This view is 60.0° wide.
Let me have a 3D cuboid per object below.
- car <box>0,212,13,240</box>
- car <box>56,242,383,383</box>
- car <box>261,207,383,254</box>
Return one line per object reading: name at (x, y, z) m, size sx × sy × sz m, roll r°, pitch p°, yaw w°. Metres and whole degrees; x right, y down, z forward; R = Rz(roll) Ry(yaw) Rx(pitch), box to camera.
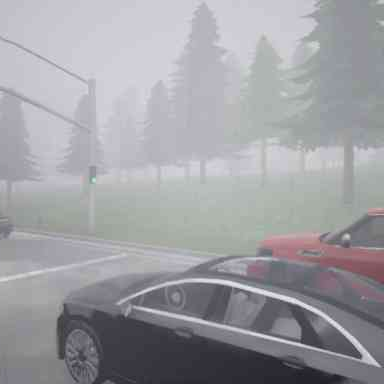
car at (-10.354, 1.445, 15.677) m, size 4.902 × 1.511 × 2.128 m, roll 0°, pitch 0°, yaw 36°
car at (0.467, 1.487, 3.660) m, size 4.902 × 1.511 × 2.128 m, roll 0°, pitch 0°, yaw 36°
car at (3.727, 1.221, 5.634) m, size 5.566 × 2.045 × 2.150 m, roll 0°, pitch 0°, yaw 35°
